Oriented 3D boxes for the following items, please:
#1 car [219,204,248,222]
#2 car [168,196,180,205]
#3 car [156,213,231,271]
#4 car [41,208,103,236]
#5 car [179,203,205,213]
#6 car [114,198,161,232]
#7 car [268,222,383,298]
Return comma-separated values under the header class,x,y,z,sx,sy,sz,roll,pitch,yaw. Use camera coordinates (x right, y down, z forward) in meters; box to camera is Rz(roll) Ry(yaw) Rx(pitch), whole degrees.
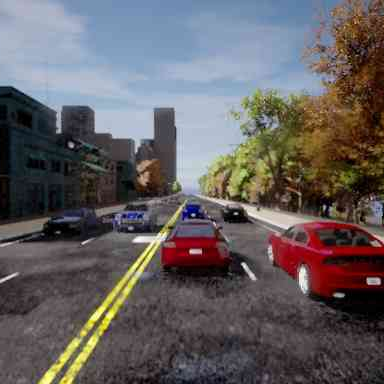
class,x,y,z,sx,sy,sz,roll,pitch,yaw
car,3.355,1.647,27.362,1.994,1.385,4.181,0,0,0
car,-3.275,1.538,61.625,2.097,1.767,4.553,0,0,1
car,0.103,1.598,11.059,1.994,1.385,4.181,0,0,0
car,-6.598,1.606,19.030,2.033,1.411,5.357,0,0,0
car,0.106,1.610,27.838,1.812,1.442,4.674,0,0,0
car,-3.346,1.415,20.484,2.097,1.767,4.553,0,0,0
car,3.340,1.504,8.604,1.882,1.535,5.008,0,0,0
